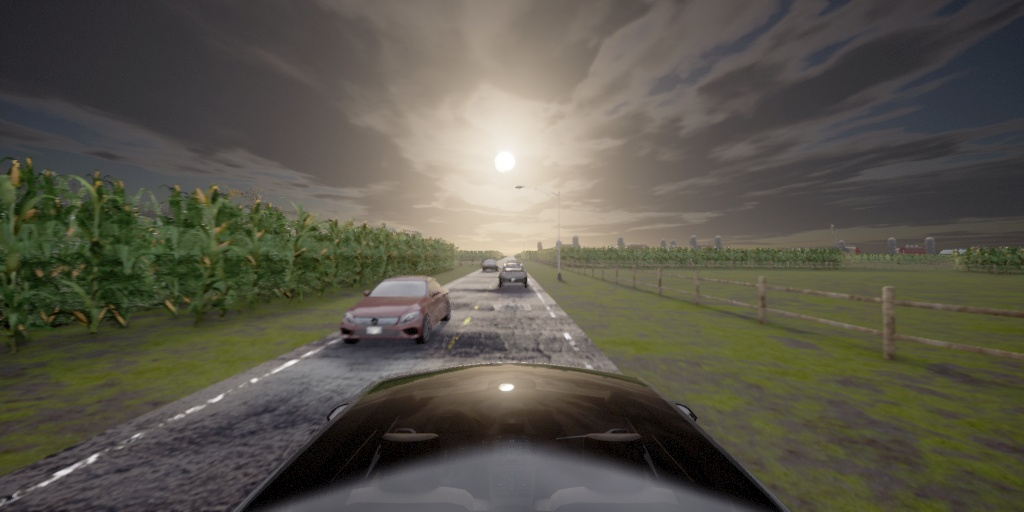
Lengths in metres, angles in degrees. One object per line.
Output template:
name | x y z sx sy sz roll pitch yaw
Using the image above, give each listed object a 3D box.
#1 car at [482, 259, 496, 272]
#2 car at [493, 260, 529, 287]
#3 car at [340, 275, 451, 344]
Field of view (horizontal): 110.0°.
car | -2.835 1.194 46.483 1.882 1.535 5.008 0 0 0
car | 0.080 1.232 24.187 2.128 1.511 4.902 0 0 0
car | -2.837 1.274 9.728 1.812 1.442 4.674 0 0 0
